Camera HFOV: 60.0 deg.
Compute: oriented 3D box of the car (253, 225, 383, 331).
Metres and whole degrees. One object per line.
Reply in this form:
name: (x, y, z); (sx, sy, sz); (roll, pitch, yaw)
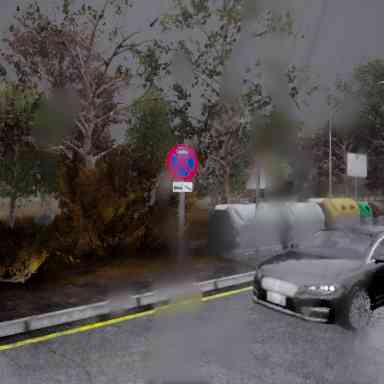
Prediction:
car: (3.376, 1.495, 6.955); (4.902, 1.511, 2.128); (0, 0, -36)
